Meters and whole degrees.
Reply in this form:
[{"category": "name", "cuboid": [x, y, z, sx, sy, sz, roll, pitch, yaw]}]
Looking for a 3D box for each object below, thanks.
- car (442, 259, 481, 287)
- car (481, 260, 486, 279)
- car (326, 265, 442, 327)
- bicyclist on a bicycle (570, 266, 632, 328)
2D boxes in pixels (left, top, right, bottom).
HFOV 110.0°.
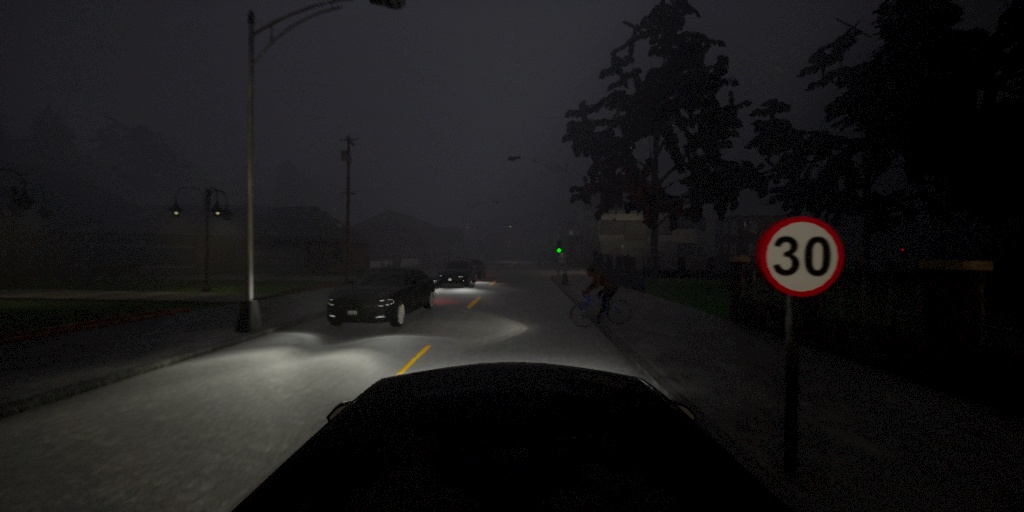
[{"category": "car", "cuboid": [-3.354, 1.014, 22.353, 1.837, 1.490, 4.892, 1, 1, 2]}, {"category": "car", "cuboid": [-3.091, 0.969, 27.776, 1.837, 1.490, 4.892, 1, 1, 2]}, {"category": "car", "cuboid": [-3.797, 1.088, 11.234, 1.882, 1.535, 5.008, 1, 1, 2]}, {"category": "bicyclist on a bicycle", "cuboid": [2.332, 1.085, 9.564, 1.656, 1.620, 0.582, -5, 0, 2]}]
